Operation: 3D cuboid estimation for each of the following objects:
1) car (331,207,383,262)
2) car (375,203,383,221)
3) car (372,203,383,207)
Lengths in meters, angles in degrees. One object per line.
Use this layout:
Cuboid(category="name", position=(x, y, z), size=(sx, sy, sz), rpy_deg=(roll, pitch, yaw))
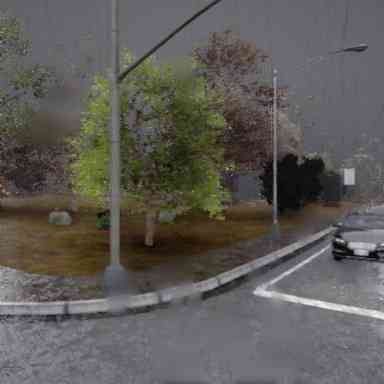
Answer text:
Cuboid(category="car", position=(6.226, 1.490, 11.723), size=(2.128, 1.511, 4.902), rpy_deg=(0, 0, 32))
Cuboid(category="car", position=(16.629, 1.621, 27.953), size=(1.895, 1.301, 4.718), rpy_deg=(0, 0, 32))
Cuboid(category="car", position=(11.345, 1.505, 19.585), size=(1.837, 1.490, 4.892), rpy_deg=(0, 0, 32))
